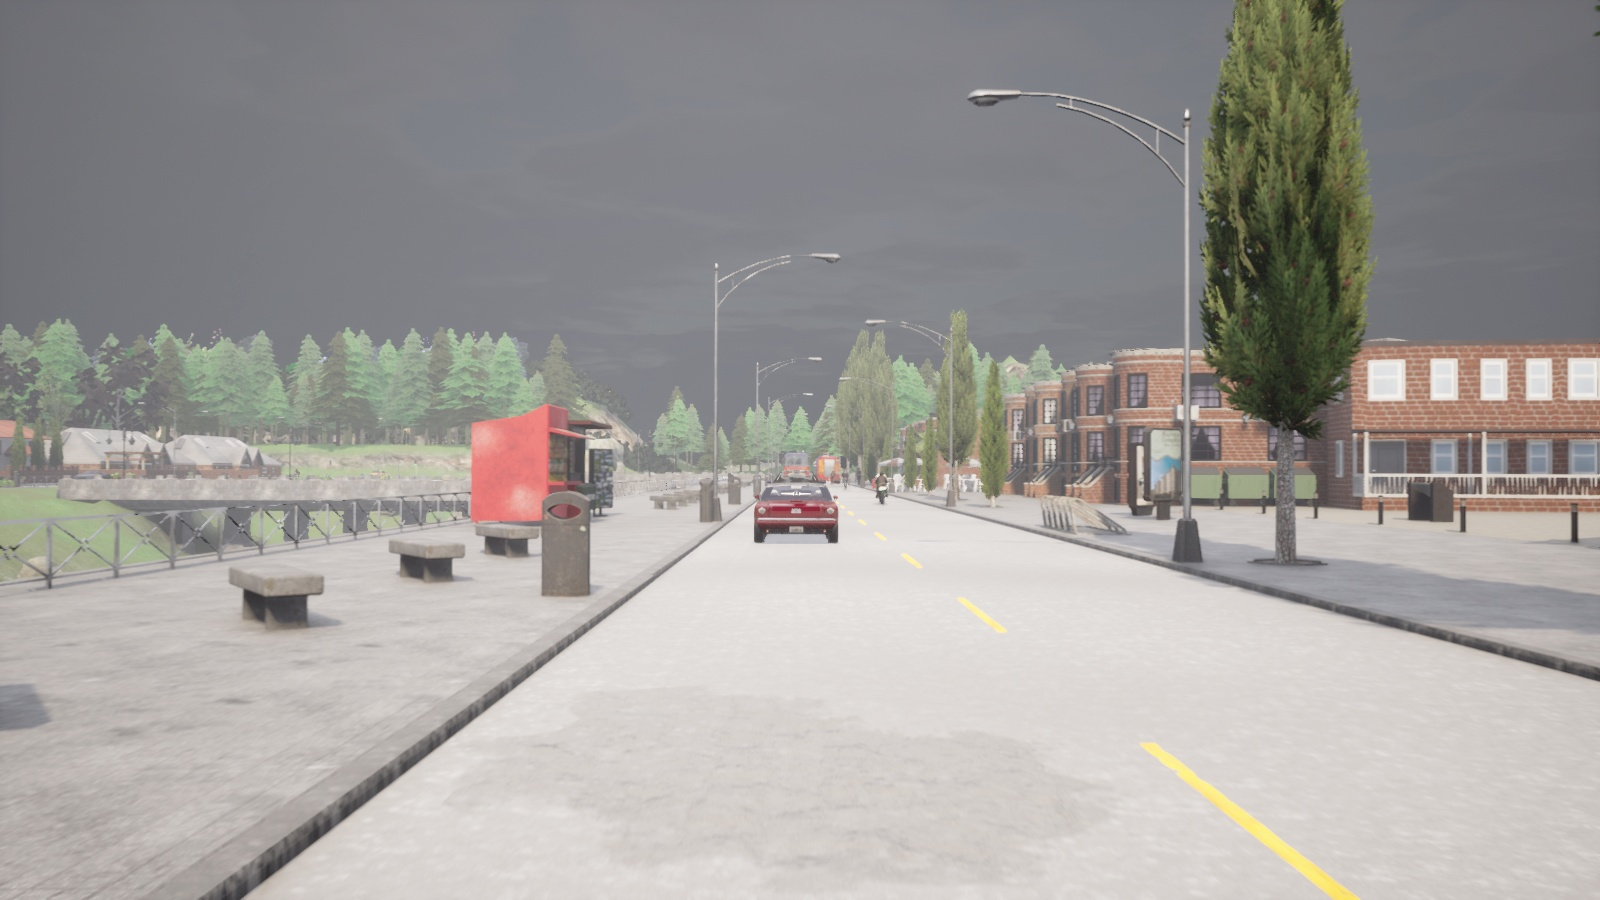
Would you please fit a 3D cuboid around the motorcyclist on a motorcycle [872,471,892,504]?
[{"bbox_3d":[3.846,1.773,59.259,0.797,1.523,2.044,0,-1,0],"label":"motorcyclist on a motorcycle"}]

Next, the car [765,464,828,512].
[{"bbox_3d":[-0.119,1.360,45.752,2.152,1.651,5.027,0,-1,0],"label":"car"}]

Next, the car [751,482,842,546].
[{"bbox_3d":[-0.074,1.394,28.579,1.895,1.301,4.718,0,-1,0],"label":"car"}]
